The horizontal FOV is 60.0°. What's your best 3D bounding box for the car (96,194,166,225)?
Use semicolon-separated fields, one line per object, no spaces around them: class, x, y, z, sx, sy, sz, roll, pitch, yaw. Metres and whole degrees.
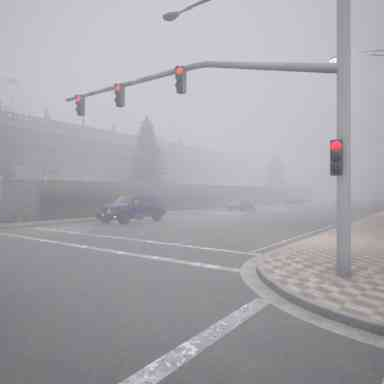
car;-4.263;1.168;24.238;2.150;2.045;5.566;0;0;36

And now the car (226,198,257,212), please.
car;5.703;1.450;37.840;1.837;1.490;4.892;0;0;36

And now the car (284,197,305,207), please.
car;15.831;1.459;51.510;1.895;1.301;4.718;0;0;36
